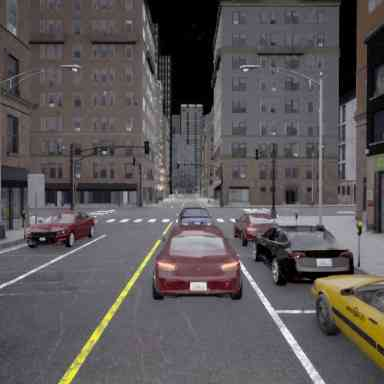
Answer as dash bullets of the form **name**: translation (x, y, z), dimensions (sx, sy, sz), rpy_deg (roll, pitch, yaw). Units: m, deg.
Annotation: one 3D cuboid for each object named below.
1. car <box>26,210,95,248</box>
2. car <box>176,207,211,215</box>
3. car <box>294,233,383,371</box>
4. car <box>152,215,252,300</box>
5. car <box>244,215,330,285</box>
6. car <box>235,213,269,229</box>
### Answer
- **car**: translation (-5.676, 1.540, 14.871), dimensions (1.887, 1.381, 4.507), rpy_deg (-1, 0, 0)
- **car**: translation (0.136, 1.542, 18.275), dimensions (2.033, 1.411, 5.357), rpy_deg (0, 0, -3)
- **car**: translation (2.866, 1.524, 3.869), dimensions (1.752, 1.417, 4.829), rpy_deg (-1, 0, 0)
- **car**: translation (0.100, 1.523, 8.254), dimensions (1.812, 1.442, 4.674), rpy_deg (0, 0, 0)
- **car**: translation (2.868, 1.563, 9.286), dimensions (1.947, 1.339, 4.313), rpy_deg (-1, 0, 0)
- **car**: translation (2.870, 1.577, 14.871), dimensions (1.802, 1.307, 4.206), rpy_deg (-1, 0, 0)
